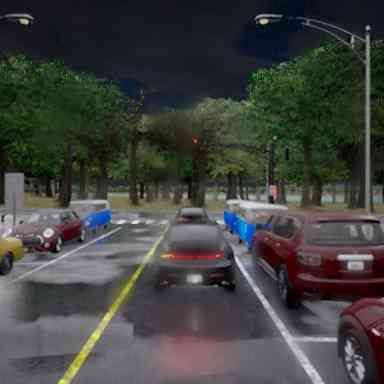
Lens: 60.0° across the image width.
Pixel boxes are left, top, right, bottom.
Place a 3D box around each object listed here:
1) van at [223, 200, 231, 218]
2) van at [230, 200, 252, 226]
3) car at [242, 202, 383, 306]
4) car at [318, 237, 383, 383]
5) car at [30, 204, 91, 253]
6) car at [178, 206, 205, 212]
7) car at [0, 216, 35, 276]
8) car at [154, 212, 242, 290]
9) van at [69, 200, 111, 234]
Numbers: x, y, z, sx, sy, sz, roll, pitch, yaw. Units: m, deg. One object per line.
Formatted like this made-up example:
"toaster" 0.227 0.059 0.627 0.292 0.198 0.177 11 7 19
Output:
"van" 2.730 1.359 18.858 1.690 1.788 3.998 0 0 0
"van" 2.739 1.354 13.420 1.690 1.788 3.998 0 0 0
"car" 2.749 1.322 7.983 2.192 1.841 5.009 0 0 0
"car" 2.758 1.442 2.545 1.967 1.590 4.097 0 0 0
"car" -5.786 1.453 13.405 1.967 1.590 4.097 0 0 0
"car" -0.020 1.523 18.554 1.837 1.490 4.892 0 0 -1
"car" -5.776 1.532 7.798 1.752 1.417 4.829 0 0 0
"car" 0.062 1.512 9.102 1.837 1.490 4.892 0 0 0
"van" -5.795 1.359 18.843 1.690 1.788 3.998 0 0 0
